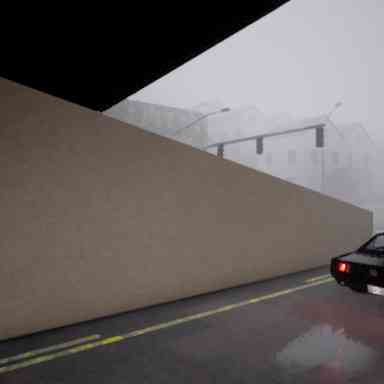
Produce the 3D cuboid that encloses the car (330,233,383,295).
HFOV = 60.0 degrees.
[{"bbox_3d":[5.290,1.553,7.552,4.718,1.301,1.895,0,0,-35],"label":"car"}]
